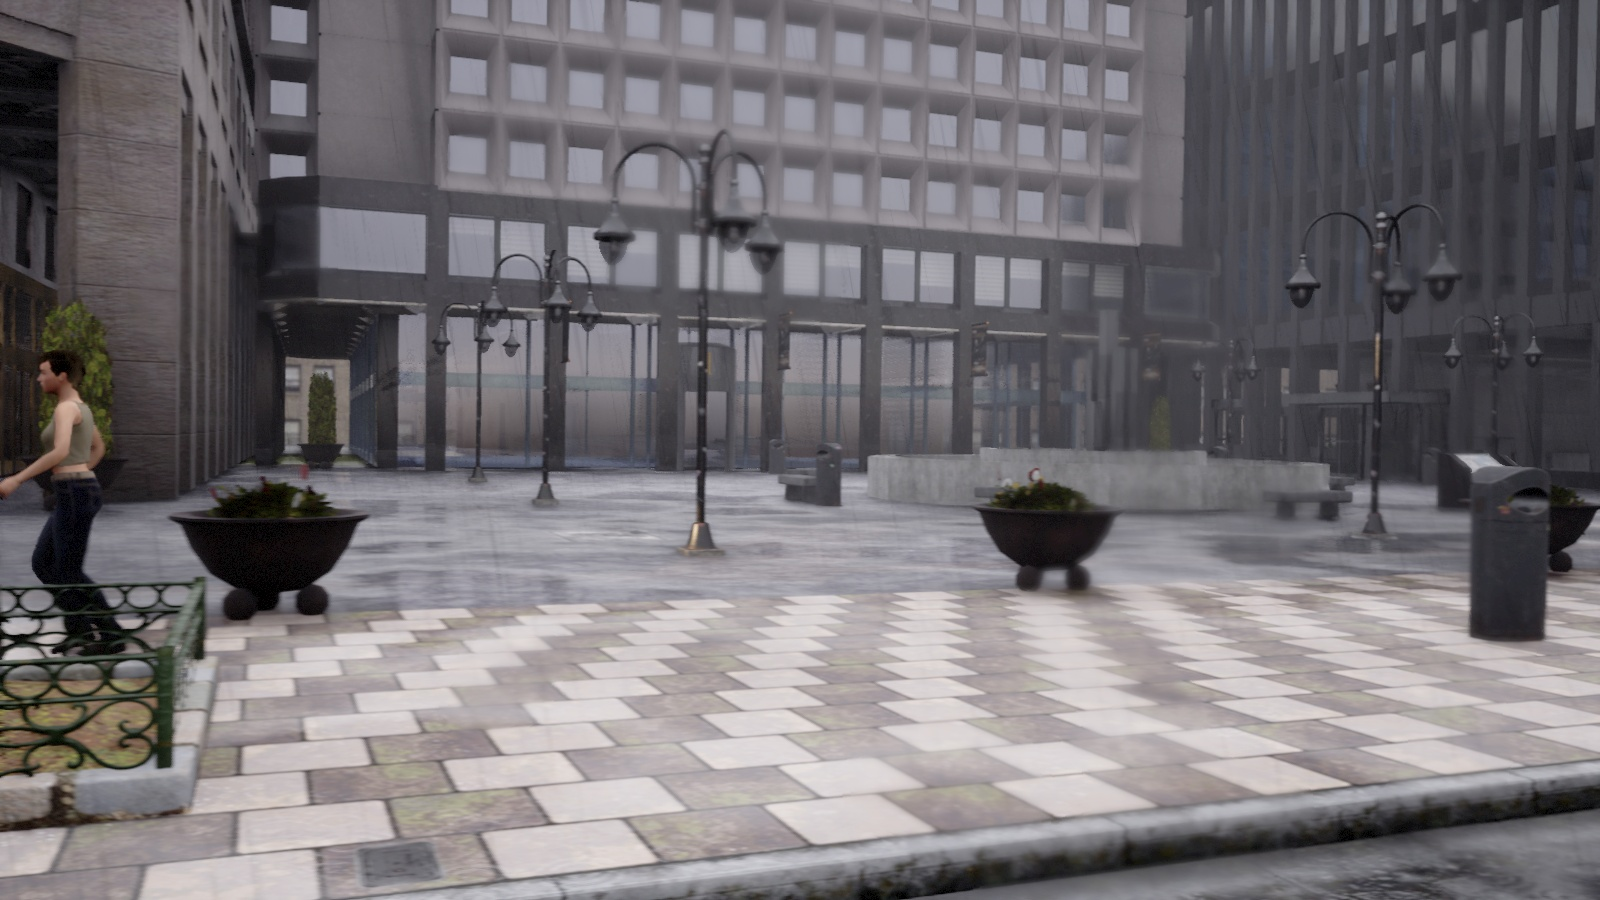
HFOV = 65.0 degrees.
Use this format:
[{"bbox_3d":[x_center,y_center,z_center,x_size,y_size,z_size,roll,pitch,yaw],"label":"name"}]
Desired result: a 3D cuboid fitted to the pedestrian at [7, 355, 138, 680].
[{"bbox_3d":[-4.257,0.378,7.372,0.594,1.836,0.345,-1,1,-21],"label":"pedestrian"}]
